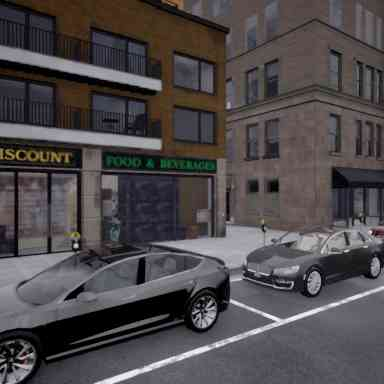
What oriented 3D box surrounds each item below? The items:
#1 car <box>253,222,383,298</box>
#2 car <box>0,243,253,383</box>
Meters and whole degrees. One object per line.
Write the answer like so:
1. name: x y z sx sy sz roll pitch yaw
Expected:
1. car: 3.193 1.551 8.431 4.403 1.369 2.008 0 0 -35
2. car: -1.315 1.566 5.249 4.313 1.339 1.947 0 0 -35
